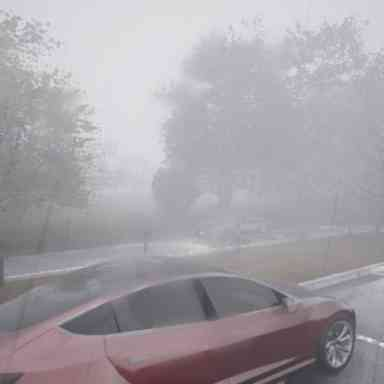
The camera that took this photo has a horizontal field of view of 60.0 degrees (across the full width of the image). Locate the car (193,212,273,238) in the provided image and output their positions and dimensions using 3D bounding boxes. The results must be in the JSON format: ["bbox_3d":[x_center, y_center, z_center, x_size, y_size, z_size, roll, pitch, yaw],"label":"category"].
[{"bbox_3d":[2.095,1.722,16.655,4.181,1.385,1.994,0,0,-35],"label":"car"}]

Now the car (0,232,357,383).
[{"bbox_3d":[-0.027,1.542,4.049,4.792,1.488,2.163,-1,-1,-33],"label":"car"}]
